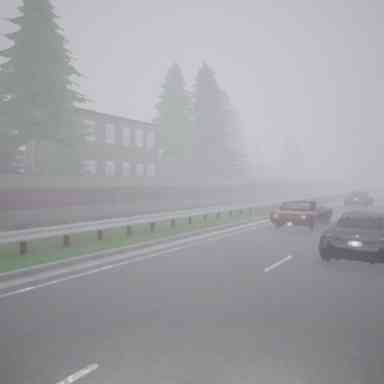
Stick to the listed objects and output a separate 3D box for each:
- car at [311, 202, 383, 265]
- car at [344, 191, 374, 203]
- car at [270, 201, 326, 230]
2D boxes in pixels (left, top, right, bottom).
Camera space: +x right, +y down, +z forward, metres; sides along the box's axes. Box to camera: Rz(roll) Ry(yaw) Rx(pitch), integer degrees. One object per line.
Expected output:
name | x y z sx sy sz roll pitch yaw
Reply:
car | 5.325 1.241 10.158 1.994 1.385 4.181 1 2 35
car | 15.496 0.594 30.786 1.994 1.385 4.181 1 2 35
car | 5.628 1.074 16.669 1.895 1.301 4.718 1 2 35
